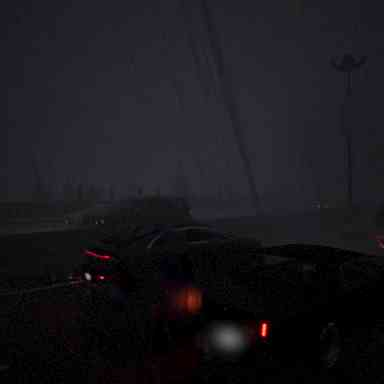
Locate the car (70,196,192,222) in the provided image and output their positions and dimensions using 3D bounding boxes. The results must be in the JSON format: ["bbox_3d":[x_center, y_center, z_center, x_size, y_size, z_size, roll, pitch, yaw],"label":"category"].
[{"bbox_3d":[-2.450,1.222,15.699,5.566,2.045,2.150,0,0,-41],"label":"car"}]

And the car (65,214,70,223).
[{"bbox_3d":[-5.941,1.545,21.951,4.674,1.442,1.812,0,0,-42],"label":"car"}]

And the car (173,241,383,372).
[{"bbox_3d":[2.193,1.581,5.687,4.718,1.301,1.895,0,0,-39],"label":"car"}]

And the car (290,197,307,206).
[{"bbox_3d":[17.521,1.469,54.500,2.033,1.411,5.357,-1,0,28],"label":"car"}]

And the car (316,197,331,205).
[{"bbox_3d":[22.135,1.445,55.737,1.994,1.385,4.181,-1,0,28],"label":"car"}]

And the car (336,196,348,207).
[{"bbox_3d":[21.988,1.346,47.996,1.882,1.535,5.008,-1,0,28],"label":"car"}]

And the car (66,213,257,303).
[{"bbox_3d":[-0.229,1.483,8.270,4.902,1.511,2.128,0,0,-39],"label":"car"}]

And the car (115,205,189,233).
[{"bbox_3d":[-2.370,1.564,20.499,4.181,1.385,1.994,0,0,-44],"label":"car"}]

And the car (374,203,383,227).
[{"bbox_3d":[13.052,1.406,21.141,1.837,1.490,4.892,0,0,41],"label":"car"}]
